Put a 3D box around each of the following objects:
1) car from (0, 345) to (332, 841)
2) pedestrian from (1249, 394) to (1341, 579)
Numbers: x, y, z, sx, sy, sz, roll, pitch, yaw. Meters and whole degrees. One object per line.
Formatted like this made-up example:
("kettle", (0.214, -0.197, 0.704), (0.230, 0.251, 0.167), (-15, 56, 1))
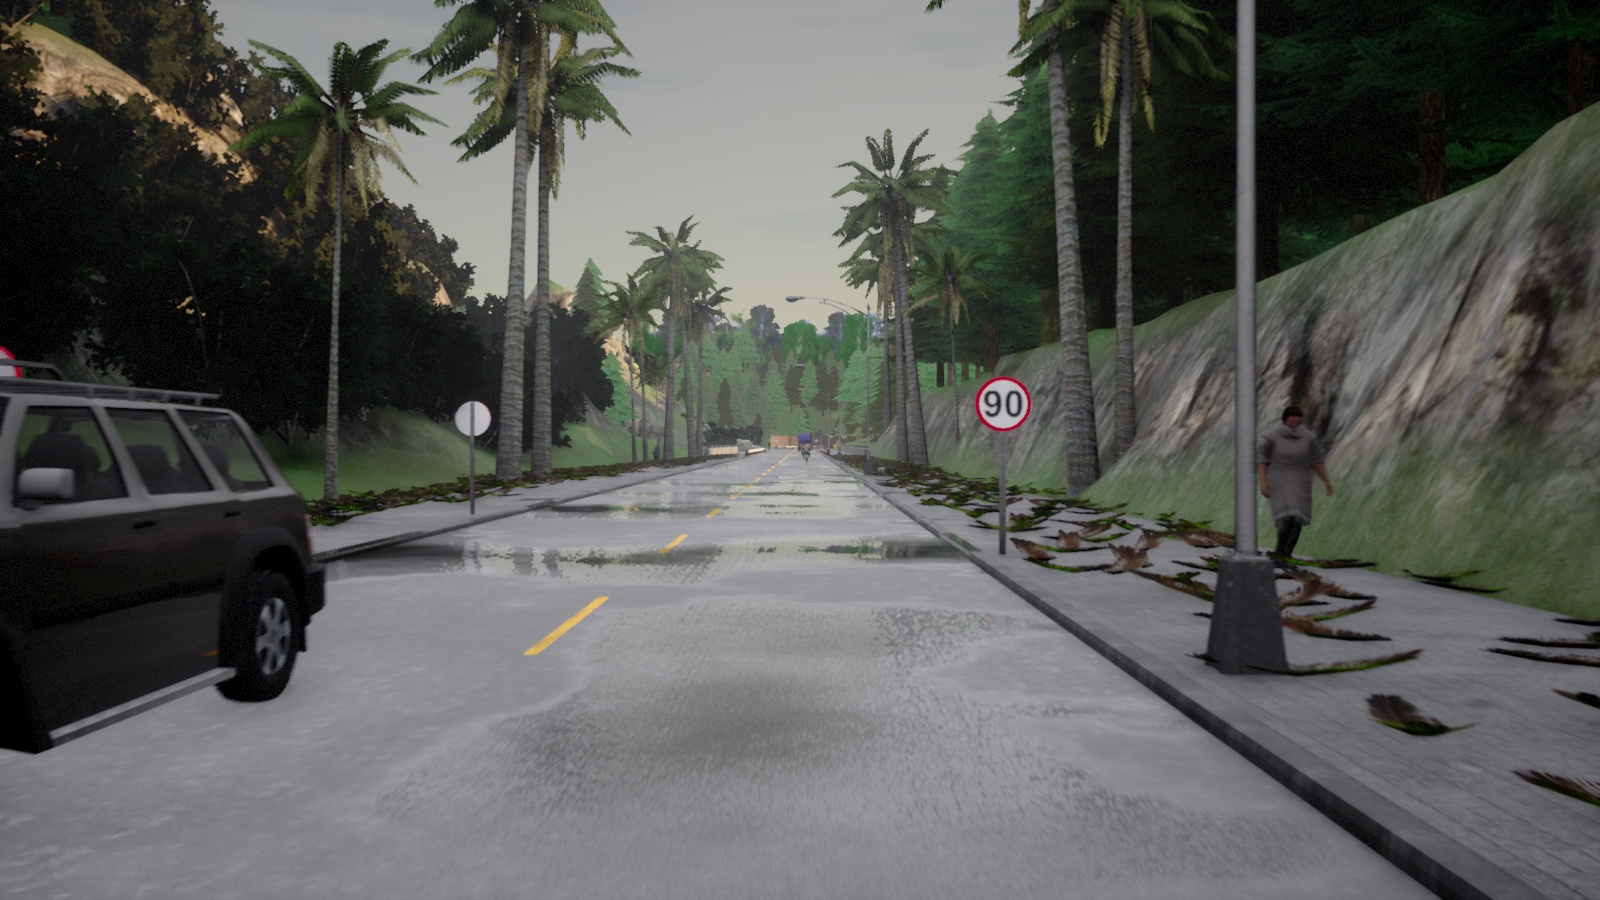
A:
("car", (-3.954, 0.528, 5.683), (1.932, 1.855, 4.605), (0, 0, 0))
("pedestrian", (5.372, 0.384, 13.665), (0.659, 1.952, 0.873), (0, 0, 0))
